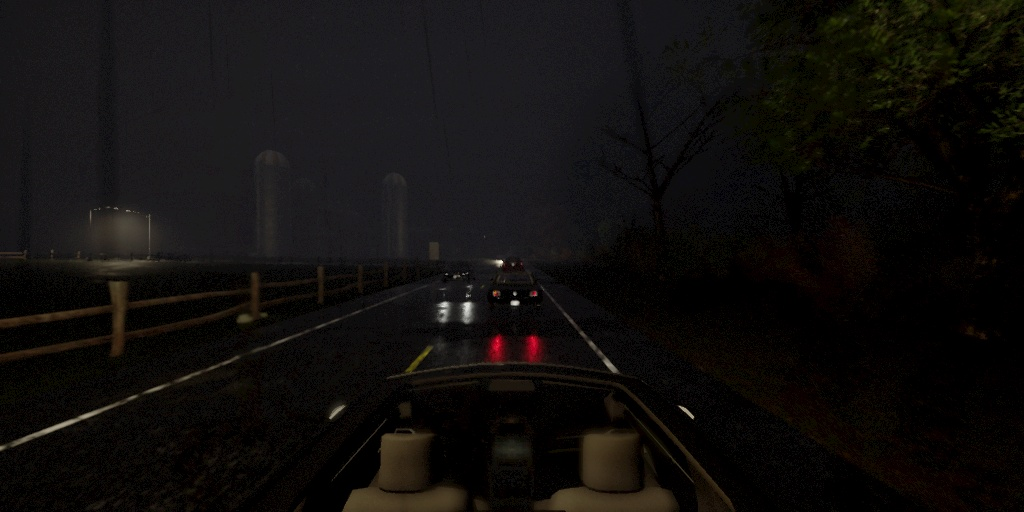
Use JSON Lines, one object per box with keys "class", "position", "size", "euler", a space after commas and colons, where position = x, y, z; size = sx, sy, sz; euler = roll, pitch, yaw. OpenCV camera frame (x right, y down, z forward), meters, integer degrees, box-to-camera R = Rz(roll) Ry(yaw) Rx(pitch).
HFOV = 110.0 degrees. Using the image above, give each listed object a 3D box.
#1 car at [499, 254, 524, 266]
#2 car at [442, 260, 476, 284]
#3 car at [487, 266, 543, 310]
{"class": "car", "position": [0.100, 0.808, 35.250], "size": [2.097, 1.767, 4.553], "euler": [0, 0, 0]}
{"class": "car", "position": [-3.589, 1.053, 24.922], "size": [1.837, 1.490, 4.892], "euler": [0, 0, 0]}
{"class": "car", "position": [0.100, 1.244, 13.964], "size": [1.895, 1.301, 4.718], "euler": [0, 1, 0]}
